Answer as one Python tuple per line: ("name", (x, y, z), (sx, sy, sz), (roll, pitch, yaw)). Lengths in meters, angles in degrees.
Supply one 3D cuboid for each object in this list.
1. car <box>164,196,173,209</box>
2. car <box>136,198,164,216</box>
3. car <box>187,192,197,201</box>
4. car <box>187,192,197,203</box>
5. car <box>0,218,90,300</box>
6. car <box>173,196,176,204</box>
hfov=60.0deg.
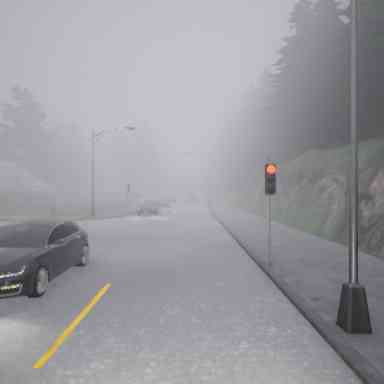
("car", (-4.096, 1.525, 46.566), (1.812, 1.442, 4.674), (0, 0, 0))
("car", (-4.107, 1.526, 32.074), (1.812, 1.442, 4.674), (0, 0, 0))
("car", (-0.016, 1.108, 78.413), (2.150, 2.045, 5.566), (0, 0, 0))
("car", (-0.014, 1.352, 68.317), (2.097, 1.767, 4.553), (0, 0, 0))
("car", (-4.102, 1.505, 8.575), (1.837, 1.490, 4.892), (0, 0, 0))
("car", (-4.058, 1.477, 64.025), (1.882, 1.535, 5.008), (0, 0, 1))
